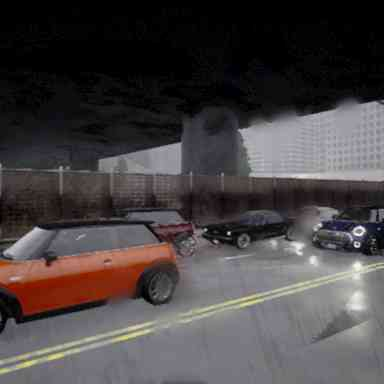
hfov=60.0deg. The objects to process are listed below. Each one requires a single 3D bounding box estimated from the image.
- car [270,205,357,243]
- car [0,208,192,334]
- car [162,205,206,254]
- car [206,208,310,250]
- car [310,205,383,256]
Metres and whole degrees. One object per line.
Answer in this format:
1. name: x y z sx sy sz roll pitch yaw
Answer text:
1. car: 6.326 1.529 17.061 4.674 1.442 1.812 -2 1 -35
2. car: -2.511 1.349 6.466 4.553 1.767 2.097 0 0 -35
3. car: -2.074 1.344 11.101 4.553 1.767 2.097 0 0 -36
4. car: 2.724 1.521 14.403 4.718 1.301 1.895 -4 3 -35
5. car: 6.789 1.330 13.102 4.553 1.767 2.097 0 0 -35
